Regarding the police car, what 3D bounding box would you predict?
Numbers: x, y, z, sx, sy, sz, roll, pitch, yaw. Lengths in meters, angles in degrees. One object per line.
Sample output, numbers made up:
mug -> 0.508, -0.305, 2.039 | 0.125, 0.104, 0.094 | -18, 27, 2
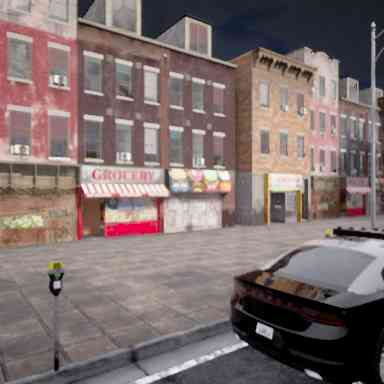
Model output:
police car -> 2.944, 1.408, 5.401 | 5.238, 1.638, 1.930 | 0, 0, -36
